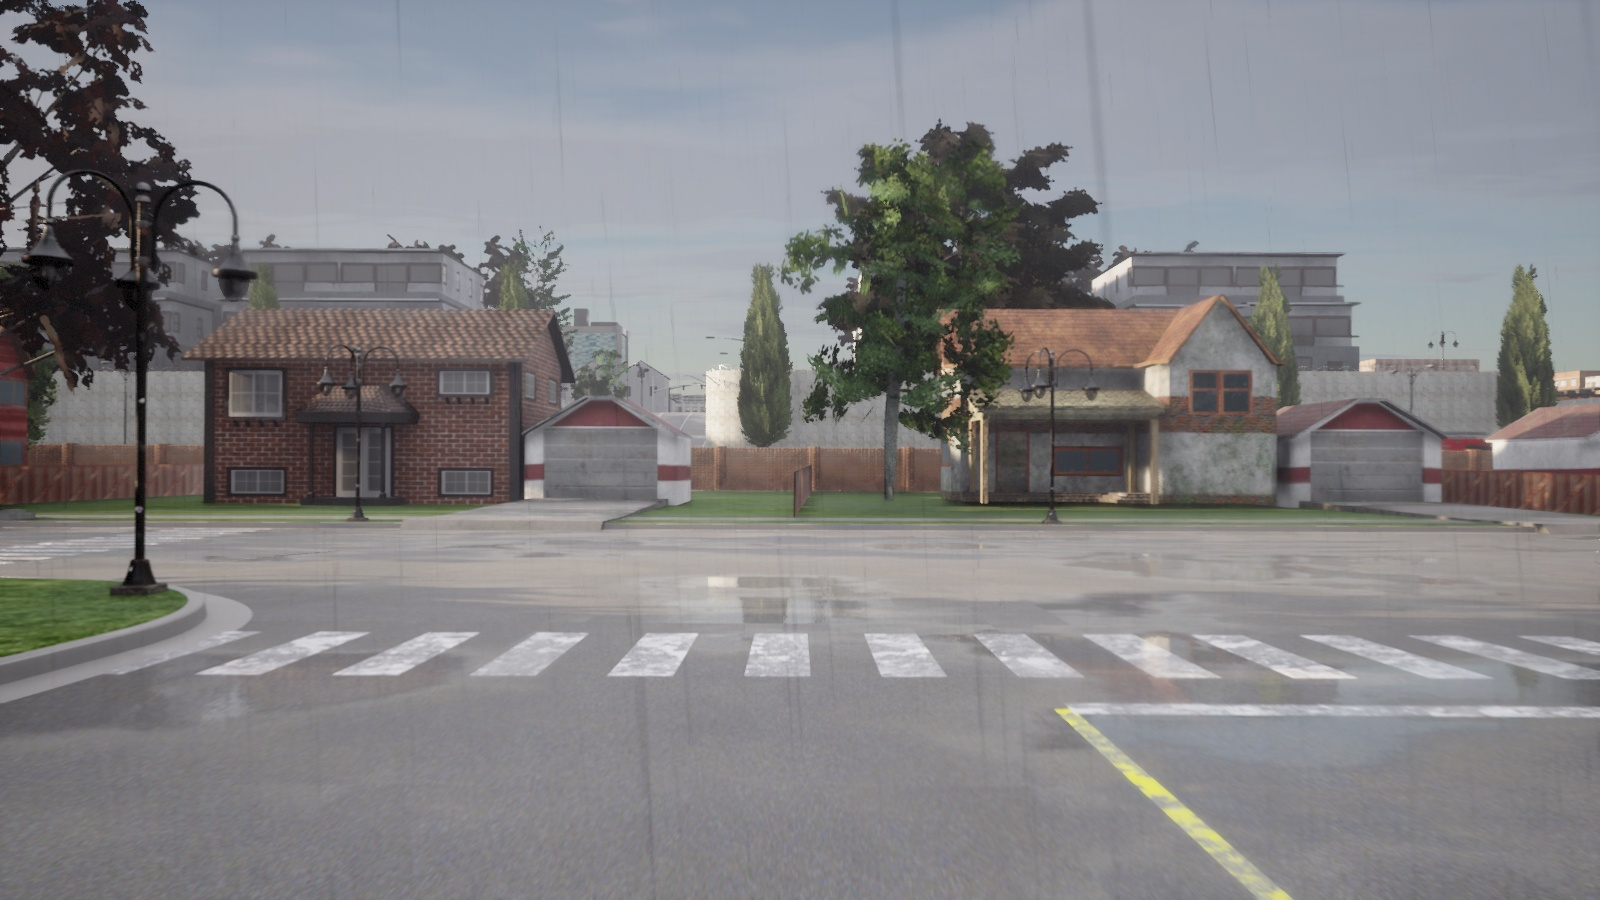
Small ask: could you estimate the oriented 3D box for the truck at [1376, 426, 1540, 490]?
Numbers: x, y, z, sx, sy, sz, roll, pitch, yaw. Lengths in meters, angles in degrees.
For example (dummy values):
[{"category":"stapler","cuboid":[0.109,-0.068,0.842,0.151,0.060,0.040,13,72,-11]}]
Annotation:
[{"category":"truck","cuboid":[40.151,0.484,76.790,8.468,3.827,2.891,0,-1,1]}]
